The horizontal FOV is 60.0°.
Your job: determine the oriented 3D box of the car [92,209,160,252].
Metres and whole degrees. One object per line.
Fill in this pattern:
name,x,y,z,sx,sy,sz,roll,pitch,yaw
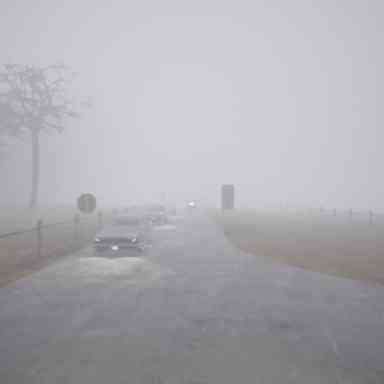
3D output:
car,-2.845,1.720,14.943,2.033,1.411,5.357,0,-1,0

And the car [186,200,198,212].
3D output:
car,0.016,2.198,50.109,2.033,1.411,5.357,0,-1,0

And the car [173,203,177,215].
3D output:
car,-2.829,2.044,40.928,1.812,1.442,4.674,0,-1,0

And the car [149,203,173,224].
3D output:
car,-2.841,1.843,27.813,1.837,1.490,4.892,0,-1,0

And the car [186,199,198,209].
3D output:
car,0.019,2.162,60.717,2.097,1.767,4.553,0,-1,0
